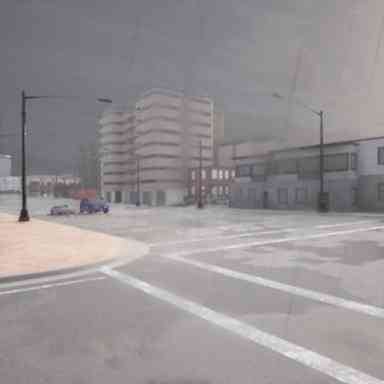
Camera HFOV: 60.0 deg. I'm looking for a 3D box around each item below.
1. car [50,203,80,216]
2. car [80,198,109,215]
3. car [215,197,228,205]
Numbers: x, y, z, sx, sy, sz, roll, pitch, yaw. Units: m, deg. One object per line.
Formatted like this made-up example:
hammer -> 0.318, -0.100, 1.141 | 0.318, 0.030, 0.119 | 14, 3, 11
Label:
car -> -15.279, 2.116, 39.276 | 1.895, 1.301, 4.718 | 0, -1, -37
car -> -12.175, 1.713, 40.966 | 2.150, 2.045, 5.566 | 0, -1, -37
car -> 5.922, 1.668, 60.285 | 1.970, 1.475, 3.806 | 0, -1, -37
